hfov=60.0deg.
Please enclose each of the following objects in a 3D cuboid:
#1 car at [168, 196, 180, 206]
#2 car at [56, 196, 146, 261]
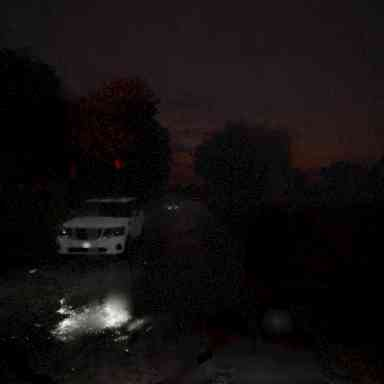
[{"bbox_3d":[-3.039,1.499,55.911,2.128,1.511,4.902,0,0,1],"label":"car"},{"bbox_3d":[-3.097,1.211,12.547,2.150,2.045,5.566,0,0,0],"label":"car"}]
